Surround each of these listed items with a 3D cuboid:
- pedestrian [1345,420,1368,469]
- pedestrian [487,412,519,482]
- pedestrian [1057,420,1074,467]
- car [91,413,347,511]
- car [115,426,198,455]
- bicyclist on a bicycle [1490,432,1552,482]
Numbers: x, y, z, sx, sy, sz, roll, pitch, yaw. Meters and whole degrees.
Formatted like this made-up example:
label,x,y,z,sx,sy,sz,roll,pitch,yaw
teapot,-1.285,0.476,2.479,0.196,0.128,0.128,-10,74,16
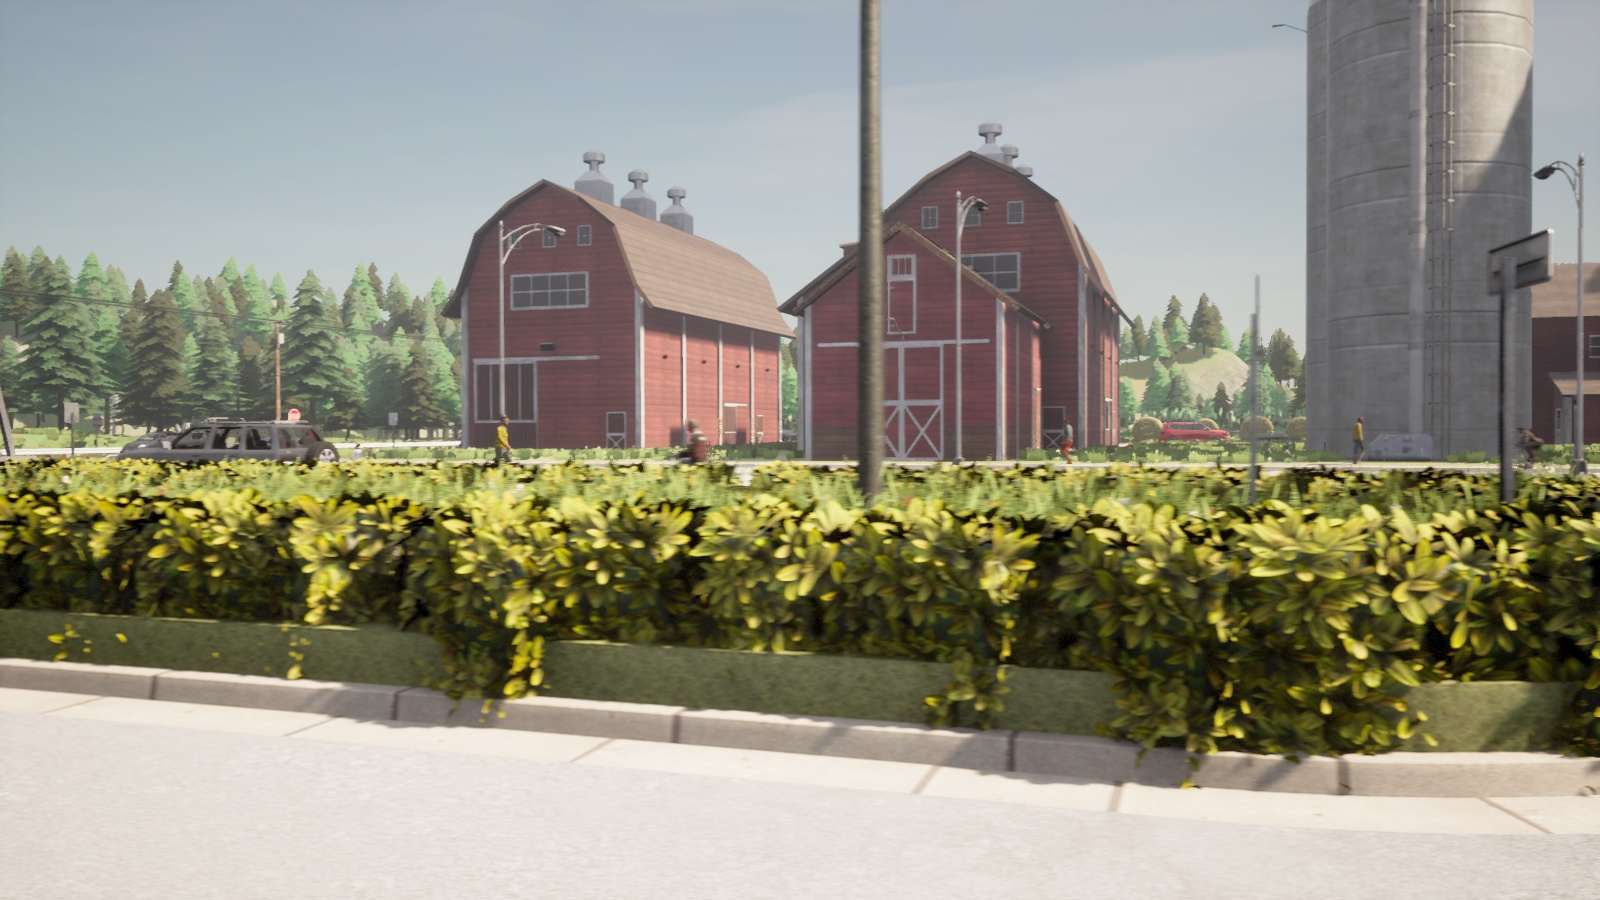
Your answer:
label,x,y,z,sx,sy,sz,roll,pitch,yaw
pedestrian,20.952,-0.197,47.287,0.726,1.835,0.370,0,1,6
pedestrian,-7.903,-0.084,33.370,0.709,1.840,0.431,0,1,13
pedestrian,10.362,-0.264,49.035,0.614,1.847,0.353,1,1,20
car,-11.709,0.193,25.350,4.605,1.855,1.932,1,1,19
car,-36.328,-0.548,70.970,1.851,1.617,3.988,1,1,19
bicyclist on a bicycle,23.616,0.209,41.142,1.656,1.620,0.582,0,1,18
